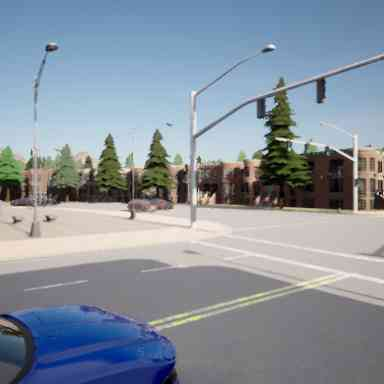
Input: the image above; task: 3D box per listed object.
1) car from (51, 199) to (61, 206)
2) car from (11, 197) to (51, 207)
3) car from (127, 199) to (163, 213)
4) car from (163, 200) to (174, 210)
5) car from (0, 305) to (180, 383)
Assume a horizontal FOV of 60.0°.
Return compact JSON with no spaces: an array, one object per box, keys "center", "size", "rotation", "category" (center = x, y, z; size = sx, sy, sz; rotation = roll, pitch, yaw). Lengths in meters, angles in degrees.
[{"center":[-23.422,1.582,53.397],"size":[4.718,1.301,1.895],"rotation":[0,0,18],"category":"car"},{"center":[-24.625,1.534,50.118],"size":[5.357,1.411,2.033],"rotation":[0,0,17],"category":"car"},{"center":[-5.547,1.495,37.067],"size":[1.812,1.442,4.674],"rotation":[0,0,-40],"category":"car"},{"center":[-4.092,1.527,40.639],"size":[1.994,1.385,4.181],"rotation":[0,0,-43],"category":"car"},{"center":[-2.386,1.480,2.096],"size":[5.008,1.535,1.882],"rotation":[0,0,-35],"category":"car"}]
